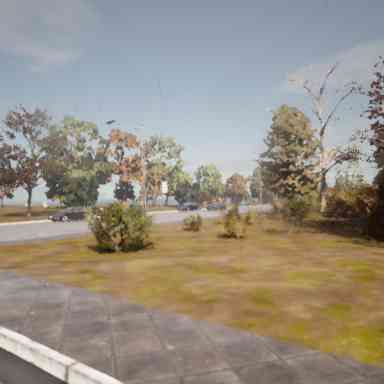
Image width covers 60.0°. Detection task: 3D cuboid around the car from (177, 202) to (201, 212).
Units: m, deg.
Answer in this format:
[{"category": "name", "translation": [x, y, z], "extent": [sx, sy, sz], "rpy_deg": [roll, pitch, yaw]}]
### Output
[{"category": "car", "translation": [-0.479, 2.393, 53.984], "extent": [1.882, 1.535, 5.008], "rpy_deg": [-3, -2, 33]}]

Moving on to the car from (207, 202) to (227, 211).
[{"category": "car", "translation": [4.054, 2.372, 54.555], "extent": [1.994, 1.385, 4.181], "rpy_deg": [-3, -2, 32]}]

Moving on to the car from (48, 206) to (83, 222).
[{"category": "car", "translation": [-12.610, 2.301, 34.853], "extent": [1.837, 1.490, 4.892], "rpy_deg": [-3, -1, 33]}]
